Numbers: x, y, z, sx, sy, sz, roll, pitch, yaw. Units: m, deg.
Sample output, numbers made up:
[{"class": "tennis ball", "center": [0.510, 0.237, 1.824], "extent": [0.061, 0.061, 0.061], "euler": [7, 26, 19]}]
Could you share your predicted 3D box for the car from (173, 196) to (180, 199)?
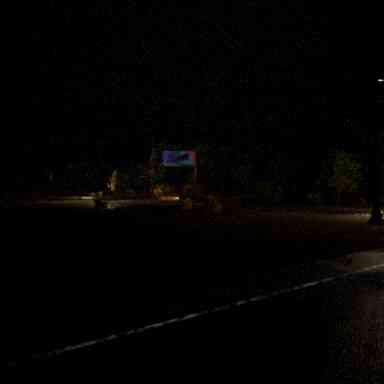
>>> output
[{"class": "car", "center": [-4.410, 1.217, 69.419], "extent": [1.882, 1.535, 5.008], "euler": [0, 0, -34]}]

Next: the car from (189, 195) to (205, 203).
[{"class": "car", "center": [0.385, 1.349, 62.317], "extent": [1.882, 1.535, 5.008], "euler": [0, 0, -33]}]
